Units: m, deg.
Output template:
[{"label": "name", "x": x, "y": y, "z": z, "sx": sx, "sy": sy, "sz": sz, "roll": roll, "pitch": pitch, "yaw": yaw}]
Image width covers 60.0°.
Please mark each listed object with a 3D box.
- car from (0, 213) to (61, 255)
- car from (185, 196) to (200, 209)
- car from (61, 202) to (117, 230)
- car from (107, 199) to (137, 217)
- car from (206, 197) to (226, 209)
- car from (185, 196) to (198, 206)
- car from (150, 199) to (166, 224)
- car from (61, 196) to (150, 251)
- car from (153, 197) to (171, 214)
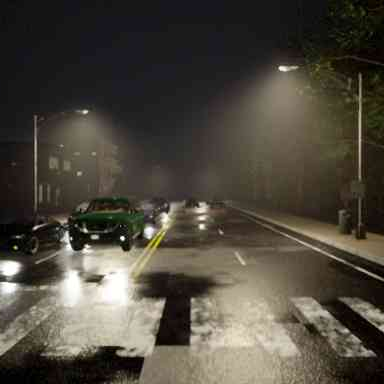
[{"label": "car", "x": -6.612, "y": 1.547, "z": 13.103, "sx": 1.994, "sy": 1.385, "sz": 4.181, "roll": 0, "pitch": 0, "yaw": 0}, {"label": "car", "x": 0.058, "y": 1.468, "z": 45.074, "sx": 1.812, "sy": 1.442, "sz": 4.674, "roll": 0, "pitch": 0, "yaw": 0}, {"label": "car", "x": -6.617, "y": 1.463, "z": 22.014, "sx": 2.128, "sy": 1.511, "sz": 4.902, "roll": 0, "pitch": 0, "yaw": 0}, {"label": "car", "x": -6.618, "y": 1.485, "z": 31.931, "sx": 1.812, "sy": 1.442, "sz": 4.674, "roll": 0, "pitch": 0, "yaw": 0}, {"label": "car", "x": 3.310, "y": 1.436, "z": 43.748, "sx": 2.128, "sy": 1.511, "sz": 4.902, "roll": 0, "pitch": 0, "yaw": 0}, {"label": "car", "x": -0.052, "y": 1.419, "z": 55.155, "sx": 2.128, "sy": 1.511, "sz": 4.902, "roll": 0, "pitch": 0, "yaw": 0}, {"label": "car", "x": -3.372, "y": 1.516, "z": 24.548, "sx": 2.033, "sy": 1.411, "sz": 5.357, "roll": 0, "pitch": 0, "yaw": 0}, {"label": "car", "x": -3.364, "y": 1.203, "z": 14.301, "sx": 2.150, "sy": 2.045, "sz": 5.566, "roll": 0, "pitch": 0, "yaw": 0}, {"label": "car", "x": -3.359, "y": 1.308, "z": 34.445, "sx": 2.097, "sy": 1.767, "sz": 4.553, "roll": 0, "pitch": 0, "yaw": 0}]
